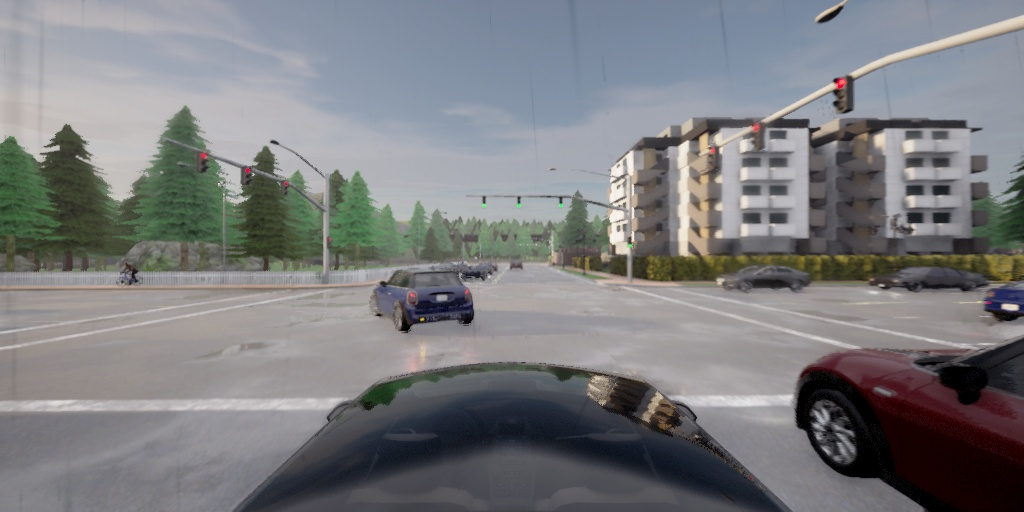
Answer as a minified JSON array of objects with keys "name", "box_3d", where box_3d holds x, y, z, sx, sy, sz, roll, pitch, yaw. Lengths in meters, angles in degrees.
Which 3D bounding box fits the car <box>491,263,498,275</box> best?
[{"name":"car","box_3d":[-3.124,1.497,41.847,2.033,1.411,5.357,0,0,1]}]

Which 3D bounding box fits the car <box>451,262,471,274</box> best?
[{"name":"car","box_3d":[-6.556,1.547,46.506,1.994,1.385,4.181,0,0,1]}]

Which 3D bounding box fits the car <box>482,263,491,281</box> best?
[{"name":"car","box_3d":[-3.235,1.506,32.195,1.895,1.301,4.718,0,0,1]}]

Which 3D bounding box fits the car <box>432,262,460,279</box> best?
[{"name":"car","box_3d":[-6.669,1.415,36.590,1.882,1.535,5.008,0,0,0]}]

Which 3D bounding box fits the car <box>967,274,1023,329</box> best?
[{"name":"car","box_3d":[16.282,1.261,10.116,4.674,1.442,1.812,0,0,-1]}]

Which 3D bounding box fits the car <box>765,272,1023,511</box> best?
[{"name":"car","box_3d":[3.870,1.090,1.835,2.097,1.767,4.553,0,0,4]}]

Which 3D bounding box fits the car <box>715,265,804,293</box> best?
[{"name":"car","box_3d":[14.291,1.283,20.551,4.902,1.511,2.128,0,0,-2]}]

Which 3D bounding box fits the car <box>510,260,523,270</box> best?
[{"name":"car","box_3d":[0.727,1.369,58.829,2.097,1.767,4.553,0,0,1]}]

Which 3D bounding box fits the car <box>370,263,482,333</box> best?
[{"name":"car","box_3d":[-3.019,1.158,11.432,2.097,1.767,4.553,0,0,-32]}]

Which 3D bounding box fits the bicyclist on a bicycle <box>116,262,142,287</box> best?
[{"name":"bicyclist on a bicycle","box_3d":[-25.532,1.242,23.950,0.582,1.620,1.656,0,0,-1]}]

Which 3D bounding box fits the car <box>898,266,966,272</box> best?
[{"name":"car","box_3d":[24.033,1.307,20.748,5.357,1.411,2.033,0,0,0]}]
